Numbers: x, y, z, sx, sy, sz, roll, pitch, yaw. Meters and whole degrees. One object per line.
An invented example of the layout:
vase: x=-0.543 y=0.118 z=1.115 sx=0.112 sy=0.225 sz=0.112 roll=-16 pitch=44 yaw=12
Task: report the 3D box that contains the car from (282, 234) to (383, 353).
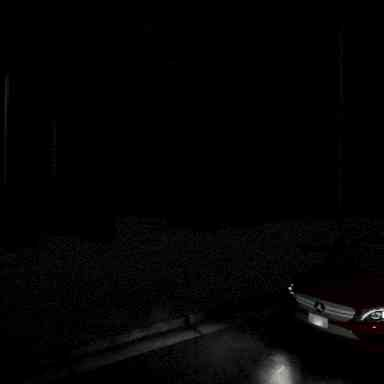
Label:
car: x=3.651 y=1.528 z=5.980 sx=4.674 sy=1.442 sz=1.812 roll=0 pitch=0 yaw=-35
